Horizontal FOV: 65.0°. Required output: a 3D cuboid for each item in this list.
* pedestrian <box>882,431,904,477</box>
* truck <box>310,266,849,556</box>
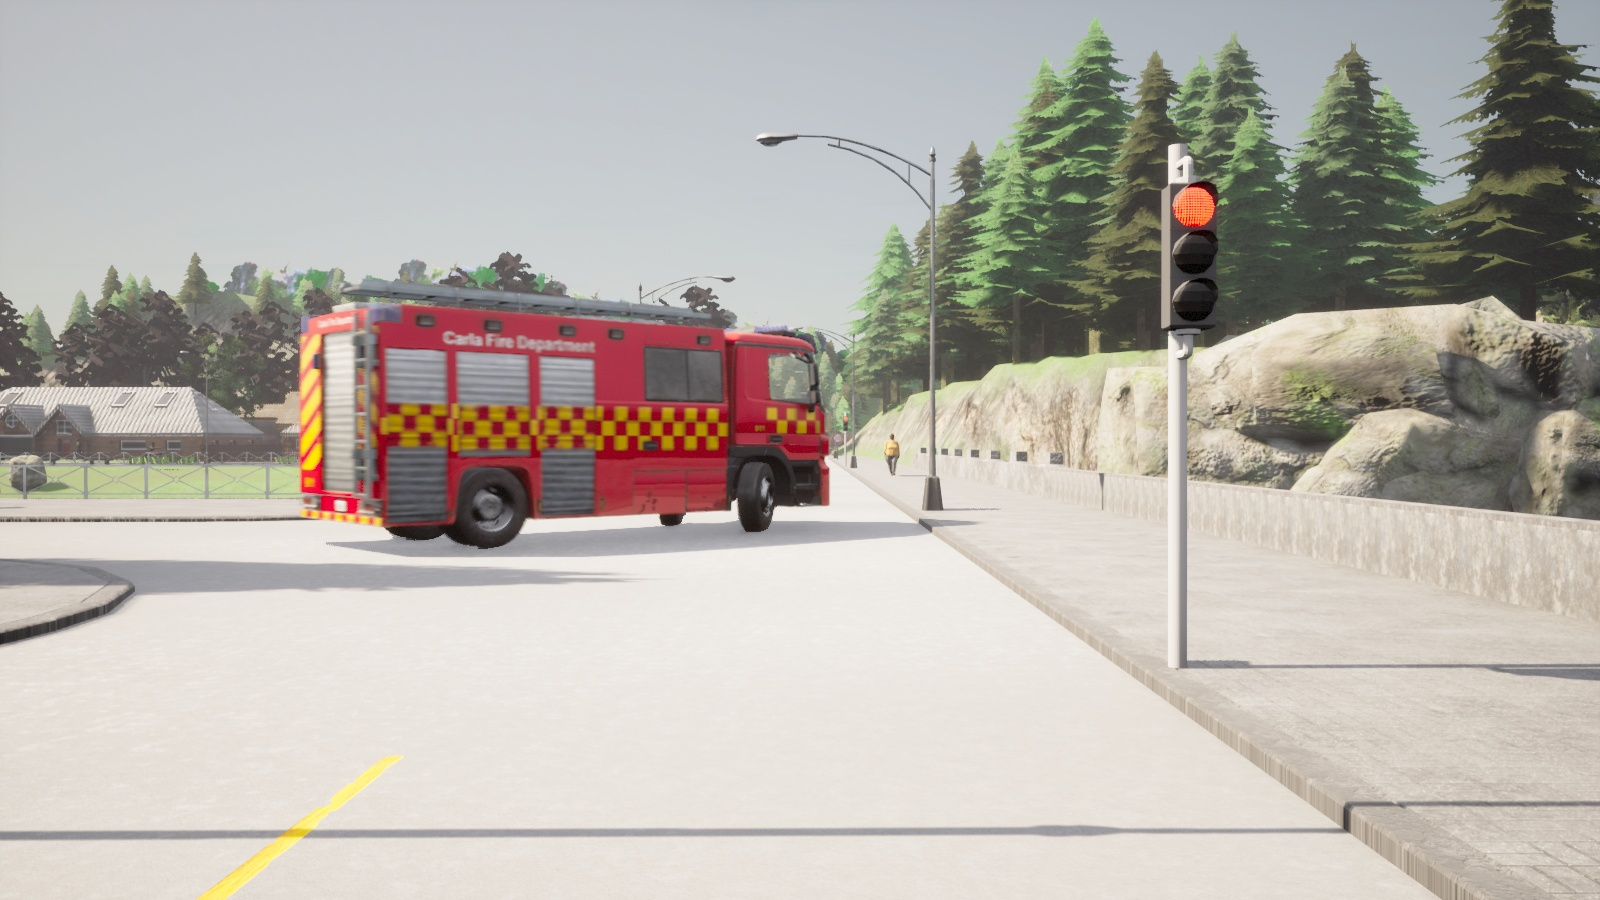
[{"bbox_3d":[3.839,0.167,51.856,0.874,1.855,0.900,0,0,0],"label":"pedestrian"},{"bbox_3d":[-3.219,-0.537,20.535,8.468,3.827,2.891,0,1,-43],"label":"truck"}]
